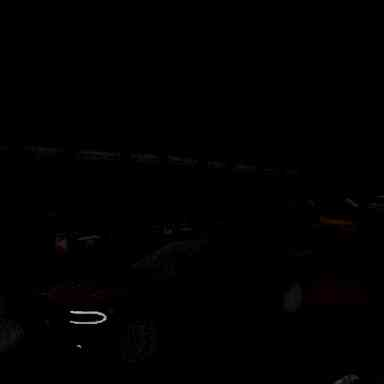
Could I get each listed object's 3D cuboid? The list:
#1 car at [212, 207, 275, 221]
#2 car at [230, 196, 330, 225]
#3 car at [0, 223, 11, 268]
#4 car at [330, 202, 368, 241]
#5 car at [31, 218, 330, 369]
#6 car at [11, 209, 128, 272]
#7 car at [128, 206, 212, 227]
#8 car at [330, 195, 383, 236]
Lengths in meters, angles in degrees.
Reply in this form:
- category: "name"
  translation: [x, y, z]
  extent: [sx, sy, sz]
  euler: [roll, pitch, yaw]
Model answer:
- category: "car"
  translation: [0.540, 1.507, 13.361]
  extent: [4.792, 1.488, 2.163]
  euler: [-1, -1, 35]
- category: "car"
  translation: [2.948, 1.223, 15.153]
  extent: [5.566, 2.045, 2.435]
  euler: [-1, 0, 34]
- category: "car"
  translation: [-6.870, 1.488, 8.123]
  extent: [4.892, 1.521, 2.231]
  euler: [-1, -1, 34]
- category: "car"
  translation: [5.591, 1.466, 16.787]
  extent: [5.366, 1.575, 1.946]
  euler: [-1, -1, 34]
- category: "car"
  translation: [0.102, 1.474, 5.909]
  extent: [5.008, 1.535, 1.882]
  euler: [0, 0, -35]
- category: "car"
  translation: [-4.386, 1.358, 9.842]
  extent: [4.553, 1.767, 2.185]
  euler: [-1, 0, 35]
- category: "car"
  translation: [-1.924, 1.355, 11.607]
  extent: [4.553, 1.767, 2.185]
  euler: [-1, 0, 34]
- category: "car"
  translation: [7.919, 1.216, 18.625]
  extent: [5.566, 2.045, 2.435]
  euler: [-1, -1, 35]
